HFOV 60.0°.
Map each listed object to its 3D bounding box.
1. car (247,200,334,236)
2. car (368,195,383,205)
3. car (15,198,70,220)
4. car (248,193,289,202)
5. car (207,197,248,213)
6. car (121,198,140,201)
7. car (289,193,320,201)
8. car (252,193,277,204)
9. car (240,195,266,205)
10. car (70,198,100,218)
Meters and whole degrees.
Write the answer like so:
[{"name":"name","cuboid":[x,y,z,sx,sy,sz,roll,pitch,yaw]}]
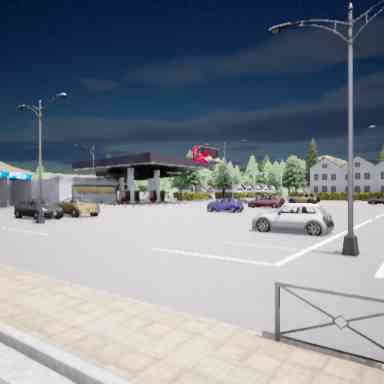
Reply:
[{"name":"car","cuboid":[5.048,1.351,16.862,3.806,1.475,1.970,0,0,36]},{"name":"car","cuboid":[29.228,1.268,50.448,4.514,1.523,2.007,0,0,36]},{"name":"car","cuboid":[-11.758,1.308,25.403,4.514,1.523,2.007,0,0,36]},{"name":"car","cuboid":[9.140,1.268,41.080,4.514,1.523,2.007,0,0,36]},{"name":"car","cuboid":[3.223,1.289,33.027,3.633,1.501,1.845,0,0,36]},{"name":"car","cuboid":[-14.539,1.457,78.478,2.242,1.667,4.611,0,0,36]},{"name":"car","cuboid":[17.049,1.068,50.731,4.605,1.855,1.932,0,0,36]},{"name":"car","cuboid":[12.623,1.049,58.019,3.866,1.878,1.905,0,0,36]},{"name":"car","cuboid":[10.172,1.333,55.692,3.806,1.475,1.970,0,0,36]},{"name":"car","cuboid":[-9.953,1.299,27.969,5.027,1.636,2.152,0,0,36]}]
